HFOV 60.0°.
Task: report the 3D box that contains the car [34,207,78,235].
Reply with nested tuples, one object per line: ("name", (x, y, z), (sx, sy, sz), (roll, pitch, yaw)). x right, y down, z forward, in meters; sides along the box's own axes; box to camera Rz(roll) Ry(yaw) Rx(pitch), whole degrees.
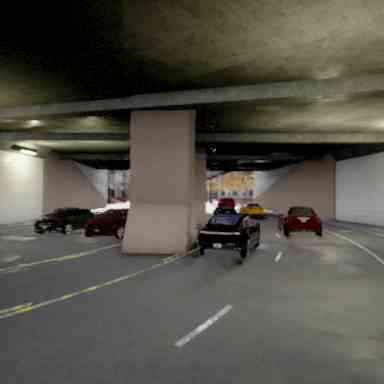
("car", (-7.540, 1.699, 20.312), (1.837, 1.490, 4.892), (1, -1, 10))

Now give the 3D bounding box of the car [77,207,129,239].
("car", (-4.257, 1.682, 19.058), (1.882, 1.535, 5.008), (1, -1, 11))

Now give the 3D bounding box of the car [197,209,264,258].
("car", (1.671, 1.677, 13.824), (2.128, 1.511, 4.902), (0, -1, 19))

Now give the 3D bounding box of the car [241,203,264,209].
("car", (6.723, 1.999, 37.798), (1.882, 1.535, 5.008), (1, -1, -3))

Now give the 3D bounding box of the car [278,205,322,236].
("car", (6.618, 1.663, 20.823), (2.097, 1.767, 4.553), (0, -1, 9))

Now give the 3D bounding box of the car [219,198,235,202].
("car", (5.640, 1.939, 54.296), (2.150, 2.045, 5.566), (0, -1, -4))

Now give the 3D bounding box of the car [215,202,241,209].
("car", (3.385, 2.018, 34.415), (1.994, 1.385, 4.181), (0, -1, -3))
